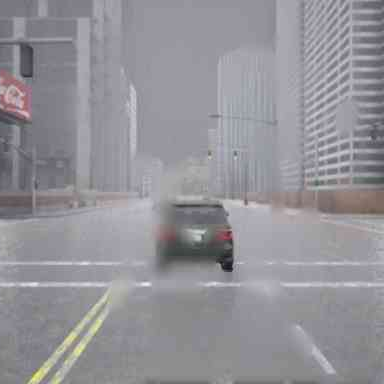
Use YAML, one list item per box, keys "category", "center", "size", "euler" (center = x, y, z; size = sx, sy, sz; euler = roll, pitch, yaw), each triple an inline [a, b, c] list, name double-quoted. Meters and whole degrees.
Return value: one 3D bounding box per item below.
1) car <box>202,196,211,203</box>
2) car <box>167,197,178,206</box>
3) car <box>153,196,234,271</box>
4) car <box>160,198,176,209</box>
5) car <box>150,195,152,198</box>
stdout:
- category: "car"
  center: [3.490, 1.767, 79.657]
  size: [1.837, 1.490, 4.892]
  euler: [0, 0, 0]
- category: "car"
  center: [-3.508, 1.711, 61.291]
  size: [1.837, 1.490, 4.892]
  euler: [0, 0, 0]
- category: "car"
  center: [0.095, 1.261, 11.162]
  size: [2.150, 2.045, 5.566]
  euler: [0, 0, 0]
- category: "car"
  center: [-3.571, 1.719, 50.987]
  size: [2.033, 1.411, 5.357]
  euler: [0, 0, 0]
- category: "car"
  center: [-3.597, 1.491, 41.364]
  size: [2.097, 1.767, 4.553]
  euler: [0, 0, 0]
